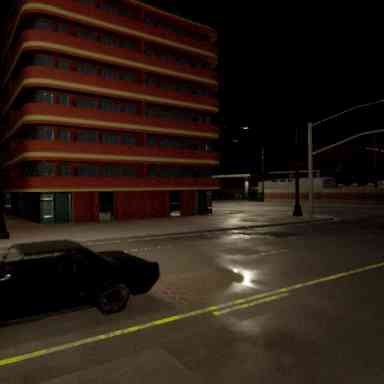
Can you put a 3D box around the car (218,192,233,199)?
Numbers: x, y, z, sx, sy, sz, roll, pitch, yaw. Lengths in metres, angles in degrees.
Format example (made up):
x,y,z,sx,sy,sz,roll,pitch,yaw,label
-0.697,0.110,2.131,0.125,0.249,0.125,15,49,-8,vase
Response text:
x,y,z,sx,sy,sz,roll,pitch,yaw,label
8.918,0.930,86.177,4.611,1.667,2.242,-1,1,-35,car

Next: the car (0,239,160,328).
x,y,z,sx,sy,sz,roll,pitch,yaw,label
-3.062,1.623,6.107,4.718,1.301,1.895,0,0,-35,car

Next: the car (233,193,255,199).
x,y,z,sx,sy,sz,roll,pitch,yaw,label
12.889,1.061,81.955,3.806,1.475,1.970,-1,1,-35,car
